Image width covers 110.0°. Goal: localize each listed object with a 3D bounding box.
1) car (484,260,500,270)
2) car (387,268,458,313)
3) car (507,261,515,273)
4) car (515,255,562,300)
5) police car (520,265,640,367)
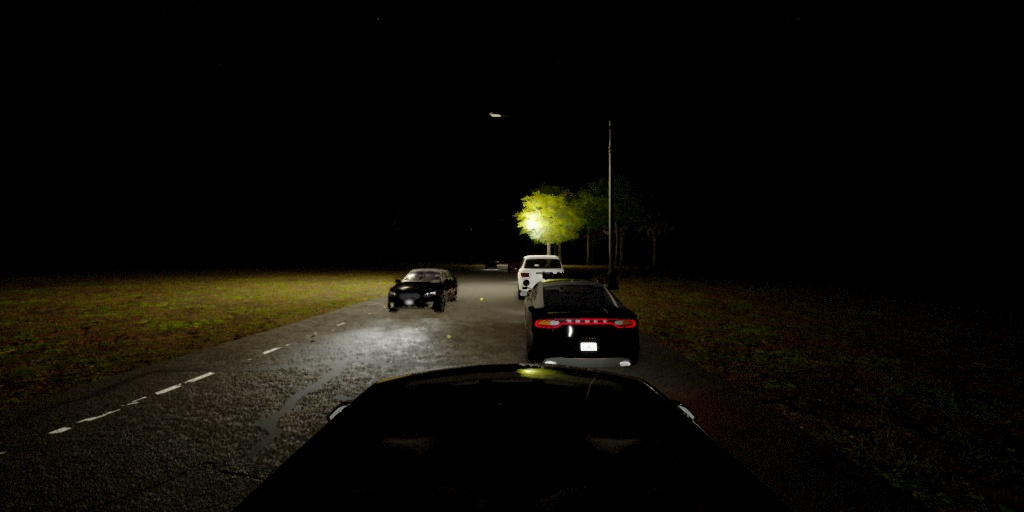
[{"bbox_3d":[-3.294,1.398,56.984,2.033,1.411,5.357,0,0,-1],"label":"car"},{"bbox_3d":[-3.332,1.250,14.160,2.128,1.511,4.902,0,0,1],"label":"car"},{"bbox_3d":[0.460,1.341,45.318,1.812,1.442,4.674,0,0,0],"label":"car"},{"bbox_3d":[1.382,0.988,17.970,2.150,2.045,5.566,0,0,1],"label":"car"},{"bbox_3d":[1.216,1.175,8.025,1.930,1.638,5.238,0,0,1],"label":"police car"}]
